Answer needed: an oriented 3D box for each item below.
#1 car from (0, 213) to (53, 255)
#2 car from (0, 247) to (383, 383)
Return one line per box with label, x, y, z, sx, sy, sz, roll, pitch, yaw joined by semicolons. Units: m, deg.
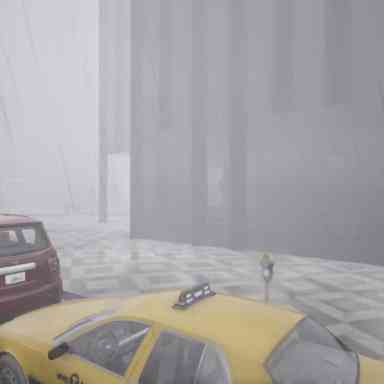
car;-4.461;1.314;6.148;5.009;1.841;2.192;0;0;36
car;-0.185;1.525;3.093;4.829;1.417;1.752;0;0;36
